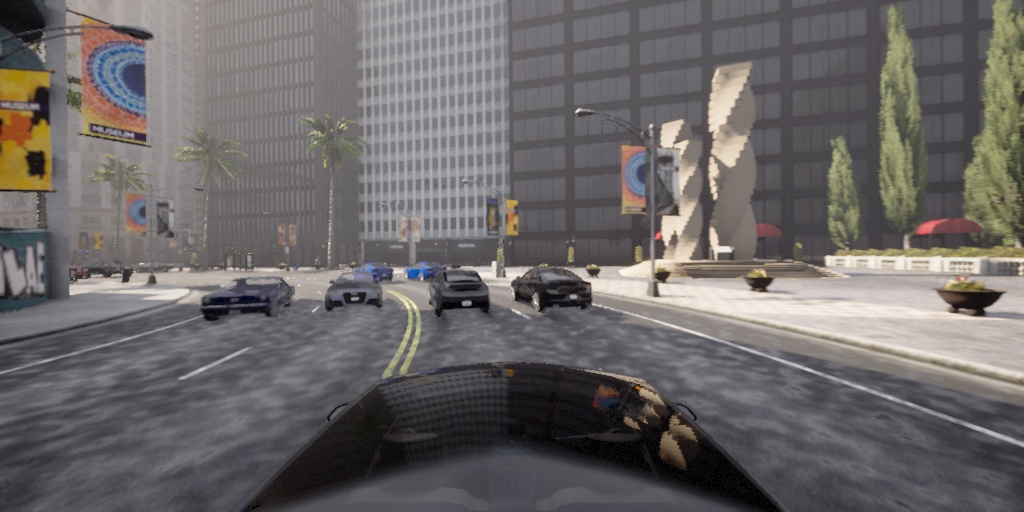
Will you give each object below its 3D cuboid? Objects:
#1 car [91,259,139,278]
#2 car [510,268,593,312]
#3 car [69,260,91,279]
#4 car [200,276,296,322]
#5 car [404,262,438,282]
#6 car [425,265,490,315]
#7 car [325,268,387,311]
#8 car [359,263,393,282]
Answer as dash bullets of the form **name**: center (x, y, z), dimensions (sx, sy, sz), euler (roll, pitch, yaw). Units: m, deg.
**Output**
- **car**: center (-46.442, 1.402, 41.166), dimensions (5.566, 2.045, 2.150), euler (-1, 0, 14)
- **car**: center (1.344, 1.200, 14.230), dimensions (1.882, 1.535, 5.008), euler (0, 0, -16)
- **car**: center (-48.389, 1.430, 38.052), dimensions (5.566, 2.045, 2.150), euler (-1, 0, 14)
- **car**: center (-9.390, 1.437, 13.141), dimensions (1.895, 1.301, 4.718), euler (-1, 0, -22)
- **car**: center (-7.292, 1.274, 29.813), dimensions (1.882, 1.535, 5.008), euler (0, 0, -39)
- **car**: center (-2.138, 1.264, 13.716), dimensions (1.837, 1.490, 4.892), euler (0, 0, -17)
- **car**: center (-6.464, 1.368, 14.846), dimensions (1.994, 1.385, 4.181), euler (-1, 0, -23)
- **car**: center (-11.467, 1.318, 29.299), dimensions (1.882, 1.535, 5.008), euler (0, 0, -42)
